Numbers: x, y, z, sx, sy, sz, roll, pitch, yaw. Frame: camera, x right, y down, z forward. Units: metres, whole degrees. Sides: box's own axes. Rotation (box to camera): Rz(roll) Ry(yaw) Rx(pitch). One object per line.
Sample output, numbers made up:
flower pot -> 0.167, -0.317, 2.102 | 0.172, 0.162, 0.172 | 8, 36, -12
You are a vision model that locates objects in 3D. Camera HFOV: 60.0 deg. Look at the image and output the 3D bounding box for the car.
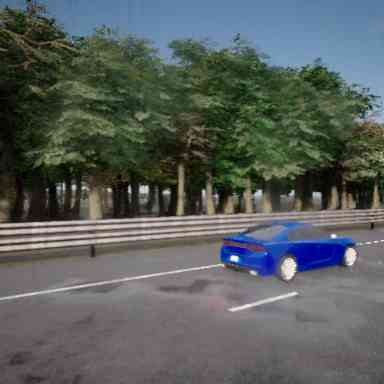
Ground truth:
car -> 3.150, 1.645, 10.296 | 5.008, 1.535, 1.882 | 1, -1, -35
